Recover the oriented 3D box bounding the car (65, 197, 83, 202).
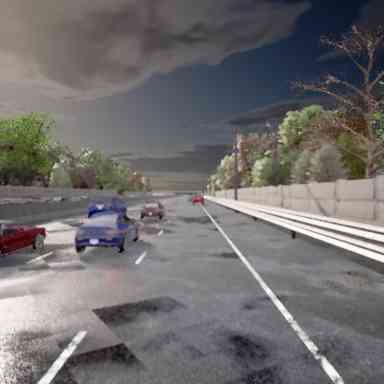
[{"bbox_3d":[-21.039,1.700,61.093,1.837,1.490,4.892,0,0,0],"label":"car"}]

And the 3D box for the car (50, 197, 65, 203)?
[{"bbox_3d":[-24.534,1.720,61.328,1.812,1.442,4.674,0,0,0],"label":"car"}]

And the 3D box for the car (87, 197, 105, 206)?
[{"bbox_3d":[-17.542,1.674,61.178,1.882,1.535,5.008,0,0,0],"label":"car"}]

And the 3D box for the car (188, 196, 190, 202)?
[{"bbox_3d":[-0.039,1.755,82.969,2.128,1.511,4.902,0,0,0],"label":"car"}]

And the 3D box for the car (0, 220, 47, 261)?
[{"bbox_3d":[-6.907,1.630,11.589,1.895,1.301,4.718,0,0,0],"label":"car"}]

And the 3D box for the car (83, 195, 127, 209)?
[{"bbox_3d":[-6.913,1.301,27.659,2.150,2.045,5.566,0,0,0],"label":"car"}]

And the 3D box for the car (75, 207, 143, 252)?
[{"bbox_3d":[-3.408,1.562,13.887,1.812,1.442,4.674,0,0,0],"label":"car"}]

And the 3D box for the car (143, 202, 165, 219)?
[{"bbox_3d":[-3.416,1.612,29.579,1.812,1.442,4.674,0,0,0],"label":"car"}]

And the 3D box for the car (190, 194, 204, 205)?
[{"bbox_3d":[1.194,1.437,64.487,2.150,2.045,5.566,0,0,0],"label":"car"}]
